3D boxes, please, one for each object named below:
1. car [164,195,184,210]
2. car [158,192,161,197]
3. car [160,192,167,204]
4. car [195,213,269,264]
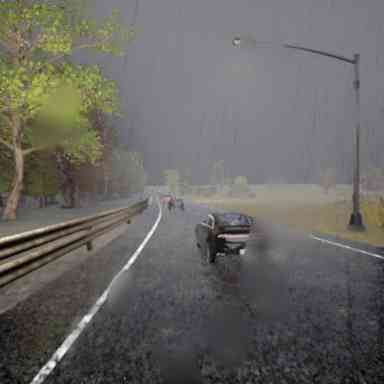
[{"bbox_3d":[-2.072,1.447,41.695,2.128,1.511,4.902,0,0,-6],"label":"car"},{"bbox_3d":[-7.711,1.330,92.419,1.882,1.535,5.008,0,0,-6],"label":"car"},{"bbox_3d":[-4.381,1.268,62.462,2.097,1.767,4.553,0,0,-6],"label":"car"},{"bbox_3d":[1.244,1.484,11.894,2.128,1.511,4.902,0,0,-6],"label":"car"}]
